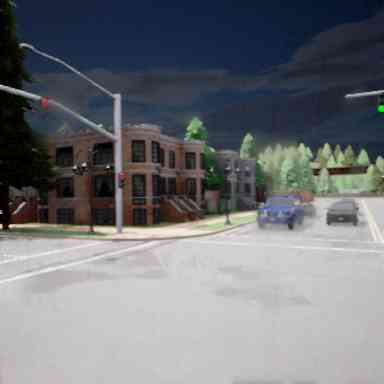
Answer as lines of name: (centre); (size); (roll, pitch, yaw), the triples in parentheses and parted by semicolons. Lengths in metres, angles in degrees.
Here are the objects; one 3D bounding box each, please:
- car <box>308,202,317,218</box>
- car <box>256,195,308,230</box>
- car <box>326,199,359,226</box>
car: (10.169, 1.594, 30.422); (1.994, 1.385, 4.181); (-1, 0, 27)
car: (5.958, 1.269, 22.020); (2.150, 2.045, 5.566); (-1, 0, 27)
car: (10.660, 1.450, 23.551); (1.882, 1.535, 5.008); (-1, 0, 27)
